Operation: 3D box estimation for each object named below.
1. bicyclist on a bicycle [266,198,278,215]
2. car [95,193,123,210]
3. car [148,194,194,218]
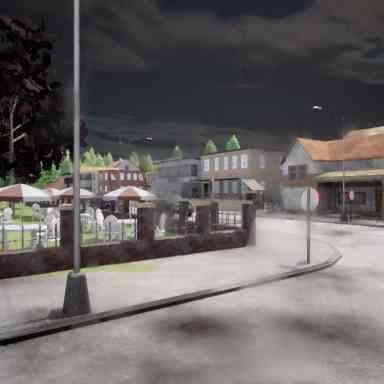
[{"bbox_3d":[7.542,1.349,31.424,1.656,1.620,0.582,0,0,-35],"label":"bicyclist on a bicycle"},{"bbox_3d":[-10.646,1.219,42.542,2.150,2.045,5.566,0,0,-35],"label":"car"},{"bbox_3d":[-2.089,1.221,30.477,2.150,2.045,5.566,0,0,-35],"label":"car"}]
